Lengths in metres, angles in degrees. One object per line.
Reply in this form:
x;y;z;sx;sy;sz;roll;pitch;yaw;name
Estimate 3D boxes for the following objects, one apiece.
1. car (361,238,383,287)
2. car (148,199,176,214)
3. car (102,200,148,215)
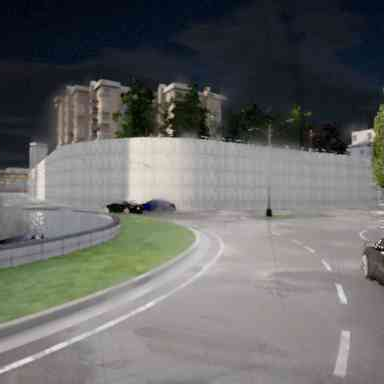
5.072;1.568;7.118;1.837;1.490;4.892;0;0;15;car
-3.791;1.469;34.489;4.674;1.442;1.812;1;0;35;car
-6.747;1.470;32.228;4.181;1.385;1.994;1;0;31;car
